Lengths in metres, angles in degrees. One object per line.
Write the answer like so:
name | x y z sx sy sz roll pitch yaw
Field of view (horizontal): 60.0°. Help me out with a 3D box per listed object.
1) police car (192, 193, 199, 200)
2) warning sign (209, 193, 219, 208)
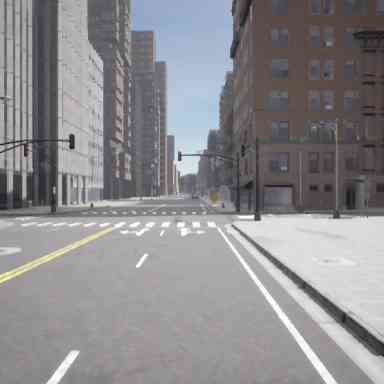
police car | 0.975 1.490 93.230 1.930 1.638 5.238 0 0 0
warning sign | 2.854 1.110 43.115 1.300 1.860 1.060 0 0 0
